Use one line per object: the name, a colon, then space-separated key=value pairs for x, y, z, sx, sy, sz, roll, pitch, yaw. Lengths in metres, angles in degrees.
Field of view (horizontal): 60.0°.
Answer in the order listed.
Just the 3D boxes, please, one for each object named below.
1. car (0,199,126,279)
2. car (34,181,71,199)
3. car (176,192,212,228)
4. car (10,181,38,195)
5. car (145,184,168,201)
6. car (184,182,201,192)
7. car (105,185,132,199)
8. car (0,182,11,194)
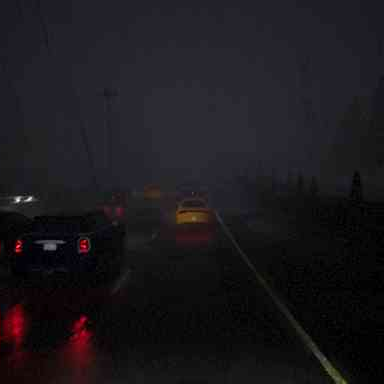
car: x=-3.398 y=1.297 z=10.086 sx=2.097 sy=1.767 sz=4.553 roll=0 pitch=1 yaw=0
car: x=-14.076 y=-0.260 z=34.401 sx=1.812 sy=1.442 sz=4.674 roll=0 pitch=7 yaw=0
car: x=0.103 y=1.059 z=19.305 sx=1.882 sy=1.535 sz=5.008 roll=0 pitch=3 yaw=0
car: x=-17.569 y=-0.496 z=36.579 sx=1.994 sy=1.385 sz=4.181 roll=0 pitch=7 yaw=0
car: x=-3.440 y=-0.095 z=32.626 sx=1.882 sy=1.535 sz=5.008 roll=0 pitch=7 yaw=0
car: x=0.042 y=-0.452 z=36.518 sx=1.895 sy=1.301 sz=4.718 roll=0 pitch=7 yaw=0
car: x=-6.936 y=0.030 z=31.643 sx=2.128 sy=1.511 sz=4.902 roll=0 pitch=6 yaw=0
car: x=-21.070 y=-0.383 z=35.558 sx=2.033 sy=1.411 sz=5.357 roll=0 pitch=7 yaw=0
